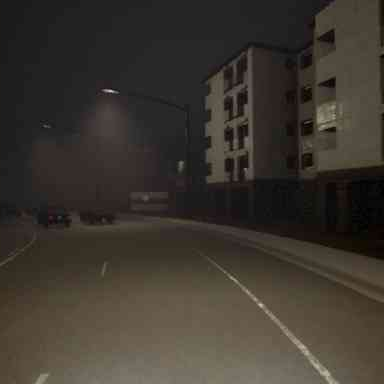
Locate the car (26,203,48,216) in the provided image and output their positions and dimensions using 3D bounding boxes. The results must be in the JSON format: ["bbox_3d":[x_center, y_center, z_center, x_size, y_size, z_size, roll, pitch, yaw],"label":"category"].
[{"bbox_3d":[-18.086,2.092,39.712,4.902,1.511,2.128,-1,-1,40],"label":"car"}]

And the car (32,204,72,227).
[{"bbox_3d":[-10.908,1.934,26.200,2.033,1.411,5.357,0,-1,-32],"label":"car"}]

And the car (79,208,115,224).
[{"bbox_3d":[-8.229,1.988,28.502,1.895,1.301,4.718,0,-1,-32],"label":"car"}]

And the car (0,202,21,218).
[{"bbox_3d":[-21.479,1.962,37.927,4.553,1.767,2.097,-1,-1,39],"label":"car"}]
